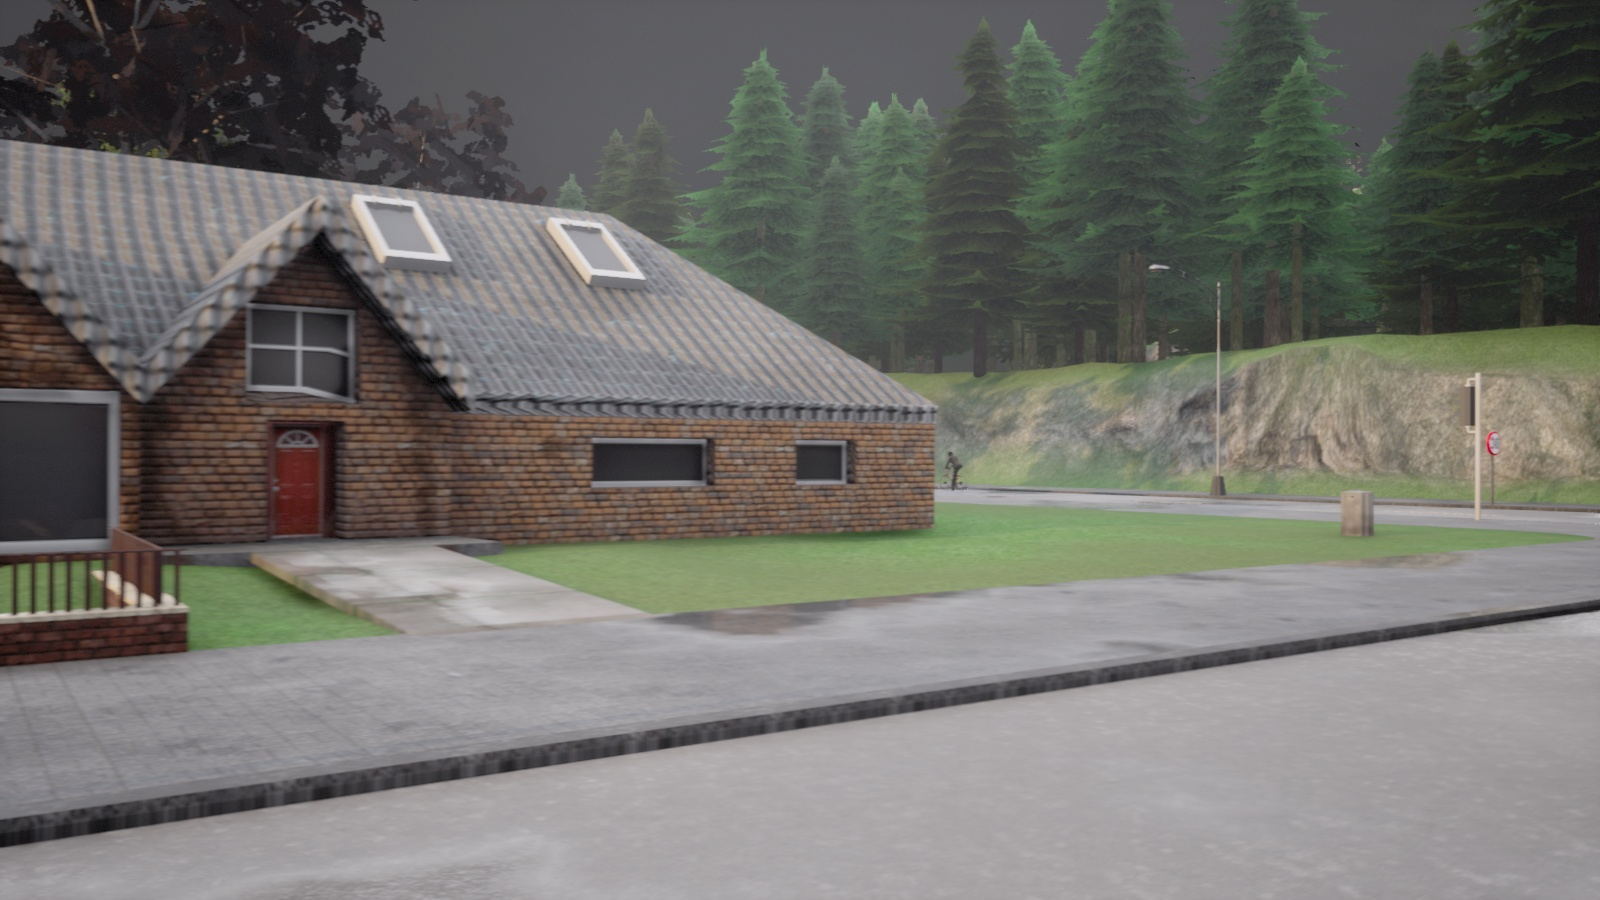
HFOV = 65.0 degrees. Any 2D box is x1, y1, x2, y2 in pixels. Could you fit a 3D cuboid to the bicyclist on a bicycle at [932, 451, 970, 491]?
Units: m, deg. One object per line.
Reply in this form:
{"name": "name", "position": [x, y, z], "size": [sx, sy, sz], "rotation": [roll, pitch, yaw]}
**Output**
{"name": "bicyclist on a bicycle", "position": [6.163, 0.865, 51.456], "size": [0.582, 1.620, 1.656], "rotation": [0, -1, -35]}
